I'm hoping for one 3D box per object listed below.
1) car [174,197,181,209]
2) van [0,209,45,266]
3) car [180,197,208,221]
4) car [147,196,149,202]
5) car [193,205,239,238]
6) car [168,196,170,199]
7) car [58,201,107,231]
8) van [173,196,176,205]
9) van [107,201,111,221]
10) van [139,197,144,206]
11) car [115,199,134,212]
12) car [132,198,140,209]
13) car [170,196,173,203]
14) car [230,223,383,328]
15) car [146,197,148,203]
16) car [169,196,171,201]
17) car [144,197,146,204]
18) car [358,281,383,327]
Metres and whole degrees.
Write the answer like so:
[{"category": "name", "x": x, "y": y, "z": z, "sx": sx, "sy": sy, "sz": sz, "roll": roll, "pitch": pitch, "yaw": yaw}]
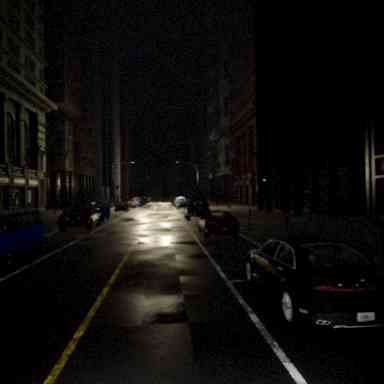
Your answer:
[{"category": "car", "x": -1.481, "y": 1.917, "z": 52.022, "sx": 1.752, "sy": 1.417, "sz": 4.829, "roll": -1, "pitch": 0, "yaw": -5}, {"category": "van", "x": -6.670, "y": 1.525, "z": 11.811, "sx": 1.690, "sy": 1.788, "sz": 3.998, "roll": -1, "pitch": 0, "yaw": -5}, {"category": "car", "x": 0.411, "y": 1.510, "z": 29.388, "sx": 2.192, "sy": 1.841, "sz": 5.009, "roll": -1, "pitch": 0, "yaw": -5}, {"category": "car", "x": -12.786, "y": 2.135, "z": 84.829, "sx": 2.192, "sy": 1.841, "sz": 5.009, "roll": -1, "pitch": 0, "yaw": -5}, {"category": "car", "x": 1.356, "y": 1.647, "z": 18.154, "sx": 1.887, "sy": 1.381, "sz": 4.507, "roll": -1, "pitch": 0, "yaw": -5}, {"category": "car", "x": -4.761, "y": 2.183, "z": 91.167, "sx": 1.967, "sy": 1.590, "sz": 4.097, "roll": -1, "pitch": 0, "yaw": -5}, {"category": "car", "x": -7.611, "y": 1.591, "z": 23.044, "sx": 2.192, "sy": 1.841, "sz": 5.009, "roll": -1, "pitch": 0, "yaw": -5}, {"category": "van", "x": -1.941, "y": 1.781, "z": 57.470, "sx": 1.690, "sy": 1.788, "sz": 3.998, "roll": -1, "pitch": 0, "yaw": -5}, {"category": "van", "x": -8.081, "y": 1.664, "z": 28.660, "sx": 1.690, "sy": 1.788, "sz": 3.998, "roll": -1, "pitch": 0, "yaw": -5}, {"category": "van", "x": -11.375, "y": 2.010, "z": 67.979, "sx": 1.690, "sy": 1.788, "sz": 3.998, "roll": -1, "pitch": 0, "yaw": -5}, {"category": "car", "x": -9.489, "y": 2.012, "z": 45.510, "sx": 1.887, "sy": 1.381, "sz": 4.507, "roll": -1, "pitch": 0, "yaw": -5}, {"category": "car", "x": -10.430, "y": 2.134, "z": 56.743, "sx": 1.947, "sy": 1.339, "sz": 4.313, "roll": -1, "pitch": 0, "yaw": -5}, {"category": "car", "x": -2.879, "y": 1.981, "z": 68.702, "sx": 1.967, "sy": 1.590, "sz": 4.097, "roll": -1, "pitch": 0, "yaw": -5}, {"category": "car", "x": 2.297, "y": 1.562, "z": 6.922, "sx": 2.008, "sy": 1.369, "sz": 4.403, "roll": -1, "pitch": 0, "yaw": -5}, {"category": "car", "x": -12.311, "y": 2.335, "z": 79.211, "sx": 1.947, "sy": 1.339, "sz": 4.313, "roll": -1, "pitch": 0, "yaw": -5}, {"category": "car", "x": -3.818, "y": 2.193, "z": 79.934, "sx": 2.008, "sy": 1.369, "sz": 4.403, "roll": -1, "pitch": 0, "yaw": -5}, {"category": "car", "x": -11.841, "y": 2.285, "z": 73.594, "sx": 1.947, "sy": 1.339, "sz": 4.313, "roll": -1, "pitch": 0, "yaw": -5}, {"category": "car", "x": 2.768, "y": 1.548, "z": 1.305, "sx": 1.802, "sy": 1.307, "sz": 4.206, "roll": -1, "pitch": 0, "yaw": -5}]
